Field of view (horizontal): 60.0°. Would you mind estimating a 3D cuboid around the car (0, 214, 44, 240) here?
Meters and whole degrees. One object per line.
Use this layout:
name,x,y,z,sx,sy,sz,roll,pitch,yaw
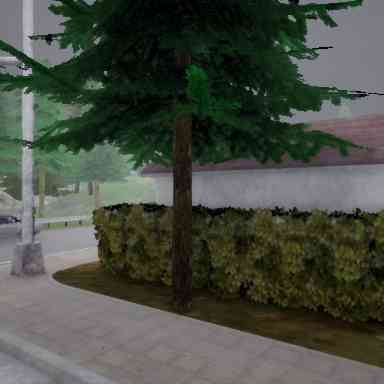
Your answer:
car,-9.866,1.792,16.057,1.895,1.301,4.718,0,0,35
